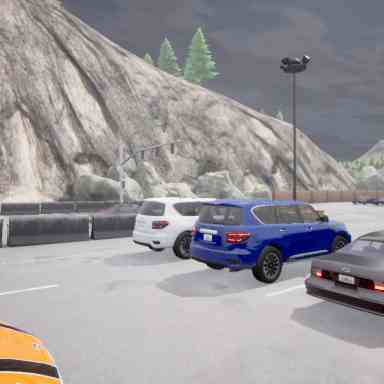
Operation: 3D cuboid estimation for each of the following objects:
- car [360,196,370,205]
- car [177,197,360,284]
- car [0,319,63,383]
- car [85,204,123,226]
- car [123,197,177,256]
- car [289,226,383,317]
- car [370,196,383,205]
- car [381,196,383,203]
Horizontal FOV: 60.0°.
[{"bbox_3d":[28.732,1.374,55.215,5.357,1.411,2.033,0,0,-36],"label":"car"},{"bbox_3d":[2.511,1.221,9.897,5.566,2.045,2.150,0,0,-38],"label":"car"},{"bbox_3d":[-2.975,1.350,1.618,4.553,1.767,2.097,0,0,-36],"label":"car"},{"bbox_3d":[-4.727,1.525,22.175,4.674,1.442,1.812,0,0,-36],"label":"car"},{"bbox_3d":[0.484,1.221,12.773,5.566,2.045,2.150,0,0,-36],"label":"car"},{"bbox_3d":[4.702,1.547,7.191,5.357,1.411,2.033,0,0,-36],"label":"car"},{"bbox_3d":[30.777,1.374,52.393,5.357,1.411,2.033,0,0,-36],"label":"car"},{"bbox_3d":[36.871,1.377,61.078,4.718,1.301,1.895,0,0,-36],"label":"car"}]
